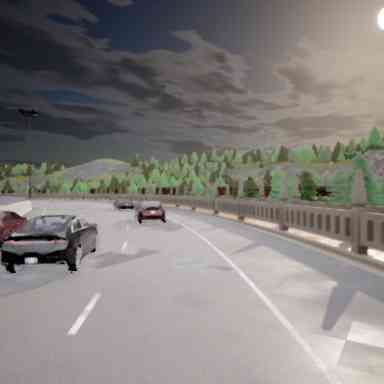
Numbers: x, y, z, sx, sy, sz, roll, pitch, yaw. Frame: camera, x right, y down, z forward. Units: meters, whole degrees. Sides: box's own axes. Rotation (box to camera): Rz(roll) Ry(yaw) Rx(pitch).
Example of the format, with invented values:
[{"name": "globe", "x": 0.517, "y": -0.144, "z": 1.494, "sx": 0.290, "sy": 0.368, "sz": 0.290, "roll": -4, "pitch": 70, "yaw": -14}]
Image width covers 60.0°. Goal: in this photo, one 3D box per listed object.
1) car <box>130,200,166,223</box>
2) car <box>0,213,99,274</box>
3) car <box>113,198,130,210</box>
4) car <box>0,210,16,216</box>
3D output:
[{"name": "car", "x": -3.180, "y": 1.386, "z": 24.755, "sx": 2.163, "sy": 1.488, "sz": 4.792, "roll": 0, "pitch": 0, "yaw": -13}, {"name": "car", "x": -4.191, "y": 1.456, "z": 10.545, "sx": 2.128, "sy": 1.511, "sz": 4.902, "roll": 0, "pitch": 0, "yaw": -6}, {"name": "car", "x": -8.252, "y": 1.389, "z": 40.174, "sx": 1.994, "sy": 1.385, "sz": 4.181, "roll": 0, "pitch": 0, "yaw": -22}, {"name": "car", "x": -8.164, "y": 1.492, "z": 14.027, "sx": 1.812, "sy": 1.442, "sz": 4.674, "roll": 0, "pitch": 0, "yaw": -8}]
